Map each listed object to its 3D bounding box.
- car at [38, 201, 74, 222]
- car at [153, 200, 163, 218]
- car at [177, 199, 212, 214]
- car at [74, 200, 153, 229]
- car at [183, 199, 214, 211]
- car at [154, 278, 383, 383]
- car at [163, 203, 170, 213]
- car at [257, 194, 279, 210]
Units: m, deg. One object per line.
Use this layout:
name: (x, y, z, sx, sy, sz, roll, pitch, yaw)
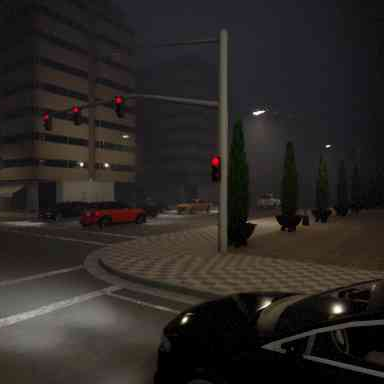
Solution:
car: (-10.212, 1.560, 27.513, 1.837, 1.490, 4.892, 0, 0, 35)
car: (-4.837, 1.619, 29.058, 1.994, 1.385, 4.181, 0, 0, 35)
car: (0.311, 1.533, 36.346, 1.882, 1.535, 5.008, 0, 0, 35)
car: (-5.170, 1.408, 22.400, 2.097, 1.767, 4.553, 0, 0, 37)
car: (0.856, 1.619, 43.161, 1.994, 1.385, 4.181, 0, 0, 36)
car: (1.853, 1.492, 2.652, 4.902, 1.511, 2.128, 0, 0, 36)
car: (-4.593, 1.603, 35.470, 2.033, 1.411, 5.357, 0, 0, 35)
car: (10.699, 1.276, 44.645, 2.150, 2.045, 5.566, 0, 0, 35)
